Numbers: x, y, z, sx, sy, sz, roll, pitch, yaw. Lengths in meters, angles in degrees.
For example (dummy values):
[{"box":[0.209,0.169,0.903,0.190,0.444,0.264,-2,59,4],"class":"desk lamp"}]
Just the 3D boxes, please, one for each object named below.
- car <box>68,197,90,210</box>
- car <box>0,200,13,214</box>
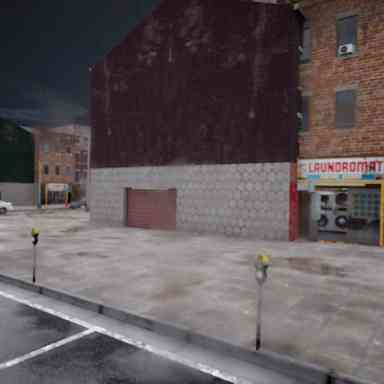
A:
[{"box":[-12.452,1.329,39.908,1.837,1.490,4.892,1,1,36],"class":"car"},{"box":[-19.081,1.390,30.690,1.812,1.442,4.674,1,1,34],"class":"car"}]
